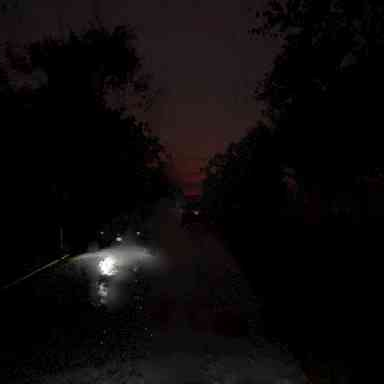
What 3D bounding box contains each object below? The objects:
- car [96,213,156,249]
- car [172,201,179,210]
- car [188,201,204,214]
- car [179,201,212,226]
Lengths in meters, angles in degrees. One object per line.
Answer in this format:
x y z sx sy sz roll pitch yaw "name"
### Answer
-2.740 1.613 14.580 1.994 1.385 4.181 0 0 1 "car"
-2.236 2.248 55.424 2.128 1.511 4.902 0 -2 1 "car"
0.512 1.931 43.005 1.882 1.535 5.008 0 -1 1 "car"
0.318 1.495 24.861 2.097 1.767 4.553 0 -1 0 "car"
